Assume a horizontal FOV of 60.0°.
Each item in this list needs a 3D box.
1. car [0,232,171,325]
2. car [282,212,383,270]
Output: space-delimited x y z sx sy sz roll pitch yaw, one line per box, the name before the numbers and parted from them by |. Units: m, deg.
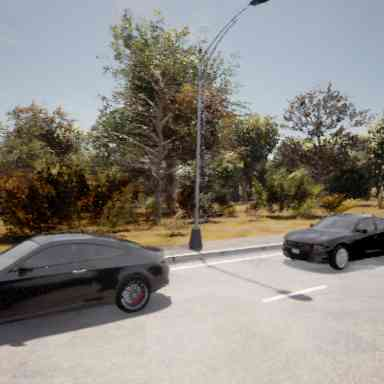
car | -2.625 1.516 6.226 4.674 1.442 1.812 1 0 -34
car | 5.275 1.484 11.204 5.008 1.535 1.882 -1 0 -30
